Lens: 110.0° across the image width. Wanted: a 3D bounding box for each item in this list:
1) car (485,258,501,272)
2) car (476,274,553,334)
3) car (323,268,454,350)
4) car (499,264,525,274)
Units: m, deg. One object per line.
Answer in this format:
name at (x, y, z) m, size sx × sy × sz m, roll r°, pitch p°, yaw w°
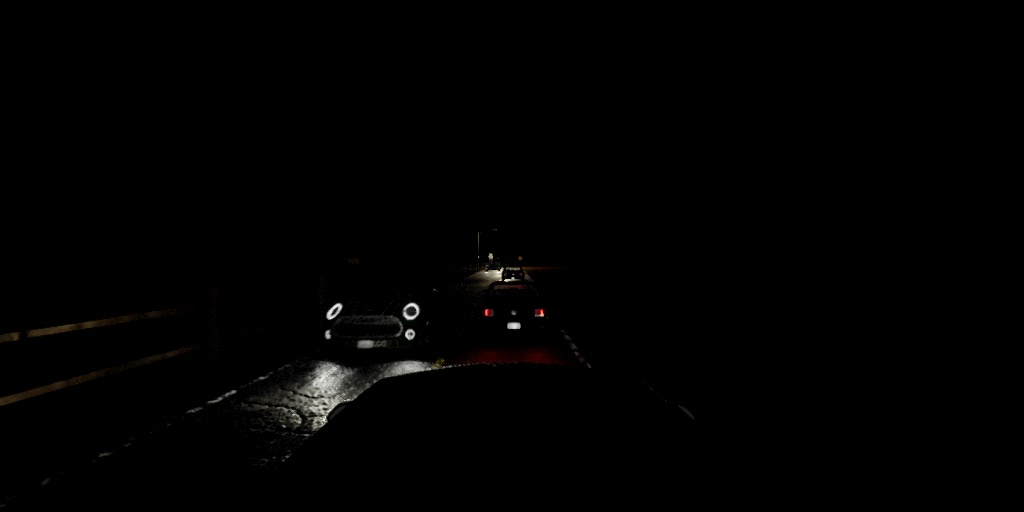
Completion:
car at (-2.759, 1.364, 53.525) m, size 2.150 × 2.045 × 5.566 m, roll 0°, pitch 0°, yaw 0°
car at (0.065, 1.395, 10.801) m, size 1.895 × 1.301 × 4.718 m, roll 0°, pitch 0°, yaw 0°
car at (-2.850, 1.138, 9.223) m, size 2.097 × 1.767 × 4.553 m, roll 0°, pitch 0°, yaw 0°
car at (0.082, 1.502, 30.540) m, size 1.895 × 1.301 × 4.718 m, roll 0°, pitch 0°, yaw 0°
